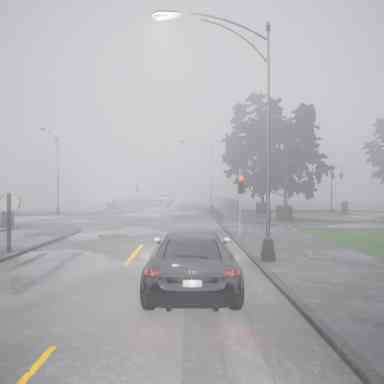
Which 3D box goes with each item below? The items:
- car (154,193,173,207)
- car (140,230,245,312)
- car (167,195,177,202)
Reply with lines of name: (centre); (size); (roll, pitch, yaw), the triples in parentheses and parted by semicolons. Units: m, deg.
car: (-4.511, 1.208, 51.015); (2.150, 2.045, 5.566); (0, 0, -1)
car: (0.001, 1.562, 7.801); (1.994, 1.385, 4.181); (0, 0, 0)
car: (-4.628, 1.489, 77.760); (2.128, 1.511, 4.902); (0, 0, 0)
